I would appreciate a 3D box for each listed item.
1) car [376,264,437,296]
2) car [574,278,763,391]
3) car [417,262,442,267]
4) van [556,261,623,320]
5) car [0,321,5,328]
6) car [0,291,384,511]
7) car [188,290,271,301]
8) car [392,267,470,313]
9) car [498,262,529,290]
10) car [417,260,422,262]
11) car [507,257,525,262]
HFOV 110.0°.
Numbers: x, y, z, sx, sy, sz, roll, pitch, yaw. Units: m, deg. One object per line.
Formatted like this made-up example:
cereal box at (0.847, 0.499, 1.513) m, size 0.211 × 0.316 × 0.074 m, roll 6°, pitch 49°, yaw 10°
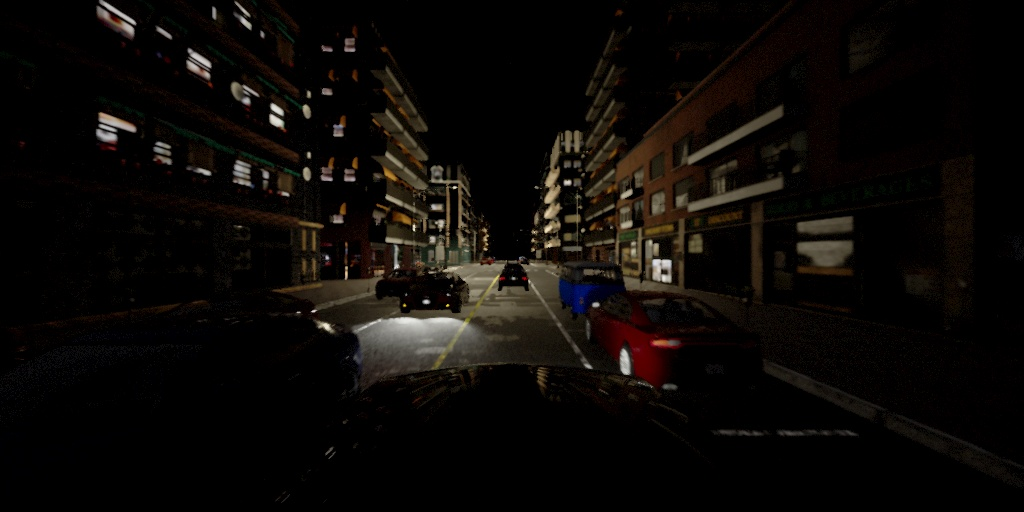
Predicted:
car at (-5.317, 1.291, 17.935) m, size 1.888 × 1.381 × 4.507 m, roll 0°, pitch 0°, yaw 0°
car at (2.564, 1.294, 6.760) m, size 1.888 × 1.381 × 4.507 m, roll 0°, pitch 0°, yaw 0°
car at (-5.318, 1.294, 23.522) m, size 2.007 × 1.370 × 4.403 m, roll 0°, pitch 0°, yaw 0°
van at (2.564, 1.089, 12.348) m, size 1.690 × 1.789 × 3.998 m, roll 0°, pitch 0°, yaw 0°
car at (-5.316, 1.065, 1.172) m, size 2.192 × 1.841 × 5.009 m, roll 0°, pitch 0°, yaw 0°
car at (-2.845, 1.275, 2.981) m, size 1.812 × 1.442 × 4.674 m, roll 0°, pitch 0°, yaw 0°
car at (-5.316, 1.331, 6.759) m, size 1.802 × 1.307 × 4.207 m, roll 0°, pitch 0°, yaw 0°
car at (-2.787, 1.311, 13.742) m, size 1.994 × 1.385 × 4.181 m, roll 0°, pitch 0°, yaw 1°
car at (0.086, 1.292, 22.239) m, size 2.033 × 1.411 × 5.357 m, roll 0°, pitch 0°, yaw 0°
car at (-16.911, 1.358, 60.619) m, size 4.097 × 1.591 × 1.967 m, roll 0°, pitch 0°, yaw 0°
car at (0.087, 1.226, 39.981) m, size 2.128 × 1.511 × 4.902 m, roll 0°, pitch 0°, yaw 0°
